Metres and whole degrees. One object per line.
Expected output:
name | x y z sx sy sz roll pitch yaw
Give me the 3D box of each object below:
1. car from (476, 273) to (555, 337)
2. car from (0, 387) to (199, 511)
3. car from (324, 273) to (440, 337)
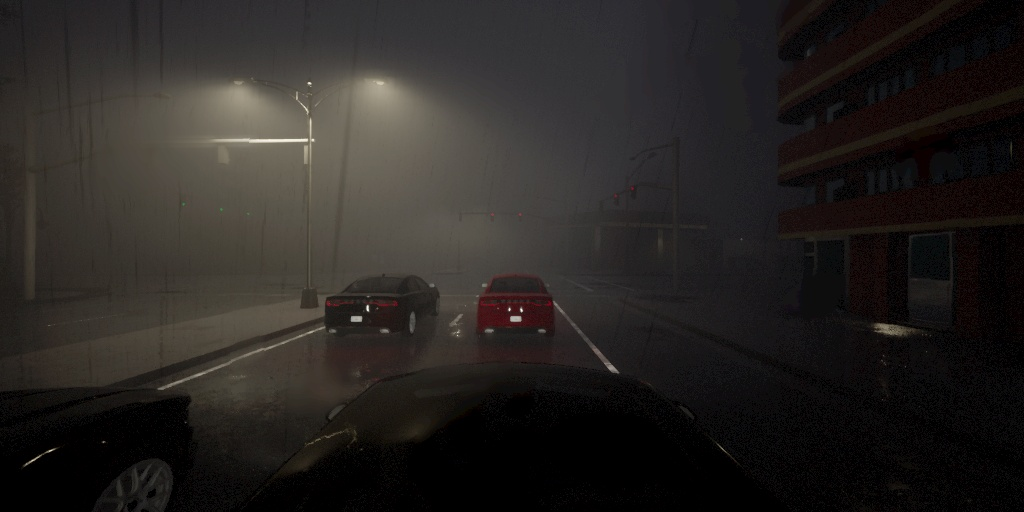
car | 0.109 1.228 10.341 1.882 1.535 5.008 0 0 1
car | -3.408 1.228 0.753 1.882 1.535 5.008 0 0 0
car | -3.396 1.228 10.327 1.882 1.535 5.008 0 0 0
